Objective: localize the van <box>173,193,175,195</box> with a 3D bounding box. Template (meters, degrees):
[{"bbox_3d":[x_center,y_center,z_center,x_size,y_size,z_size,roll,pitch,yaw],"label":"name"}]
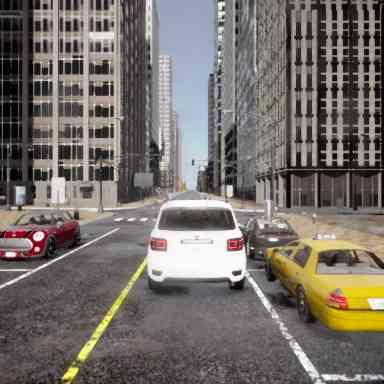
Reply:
[{"bbox_3d":[-5.668,1.221,84.448,1.690,1.788,3.998,0,0,0],"label":"van"}]

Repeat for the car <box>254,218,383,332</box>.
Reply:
[{"bbox_3d":[2.693,1.524,6.947,1.752,1.417,4.829,0,0,0],"label":"car"}]

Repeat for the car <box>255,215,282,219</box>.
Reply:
[{"bbox_3d":[2.695,1.548,12.445,2.008,1.369,4.403,0,0,0],"label":"car"}]

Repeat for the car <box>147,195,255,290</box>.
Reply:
[{"bbox_3d":[0.102,1.220,9.230,2.150,2.045,5.566,0,0,0],"label":"car"}]

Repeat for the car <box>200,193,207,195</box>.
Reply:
[{"bbox_3d":[2.802,1.377,61.705,1.967,1.590,4.097,0,0,0],"label":"car"}]

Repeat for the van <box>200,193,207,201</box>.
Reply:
[{"bbox_3d":[2.711,1.236,78.758,1.690,1.788,3.998,0,0,0],"label":"van"}]

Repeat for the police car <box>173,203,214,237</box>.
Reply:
[{"bbox_3d":[0.101,1.497,19.150,2.038,1.542,4.974,0,0,1],"label":"police car"}]

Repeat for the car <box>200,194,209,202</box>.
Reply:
[{"bbox_3d":[2.709,1.350,73.073,1.967,1.590,4.097,0,0,0],"label":"car"}]

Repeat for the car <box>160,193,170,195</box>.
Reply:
[{"bbox_3d":[-5.769,1.377,61.708,1.967,1.590,4.097,0,0,0],"label":"car"}]

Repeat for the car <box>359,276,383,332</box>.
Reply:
[{"bbox_3d":[2.692,1.551,1.106,2.008,1.369,4.403,0,0,0],"label":"car"}]

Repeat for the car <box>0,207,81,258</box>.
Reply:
[{"bbox_3d":[-5.685,1.437,12.445,1.967,1.590,4.097,0,0,0],"label":"car"}]

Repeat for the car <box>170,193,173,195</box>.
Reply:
[{"bbox_3d":[-5.702,1.239,67.393,2.192,1.841,5.009,0,0,0],"label":"car"}]
